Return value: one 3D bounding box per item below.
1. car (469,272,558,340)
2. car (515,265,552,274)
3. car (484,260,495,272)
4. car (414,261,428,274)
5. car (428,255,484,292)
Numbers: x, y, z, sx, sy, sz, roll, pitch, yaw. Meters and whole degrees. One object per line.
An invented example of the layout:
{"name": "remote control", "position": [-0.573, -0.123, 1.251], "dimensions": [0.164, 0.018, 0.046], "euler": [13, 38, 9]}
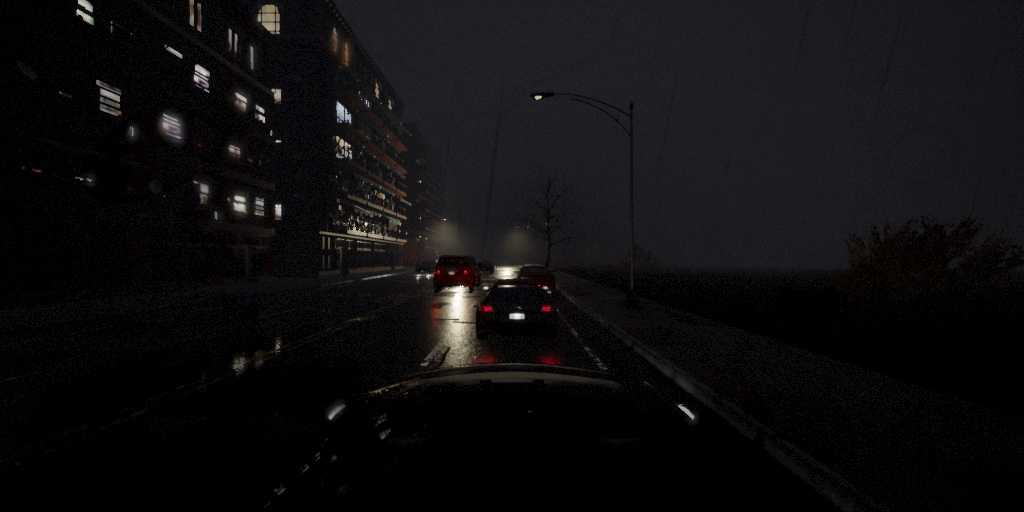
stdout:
{"name": "car", "position": [0.109, 1.315, 10.010], "dimensions": [1.994, 1.385, 4.181], "euler": [0, 0, 0]}
{"name": "car", "position": [1.152, 1.230, 18.930], "dimensions": [1.882, 1.535, 5.008], "euler": [0, 0, 0]}
{"name": "car", "position": [-3.111, 1.229, 42.498], "dimensions": [1.882, 1.535, 5.008], "euler": [0, 0, 0]}
{"name": "car", "position": [-9.814, 1.299, 41.773], "dimensions": [2.033, 1.411, 5.357], "euler": [0, 0, 0]}
{"name": "car", "position": [-3.132, 0.974, 21.282], "dimensions": [2.150, 2.045, 5.566], "euler": [0, 0, 0]}
